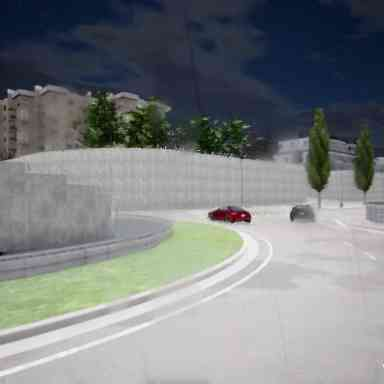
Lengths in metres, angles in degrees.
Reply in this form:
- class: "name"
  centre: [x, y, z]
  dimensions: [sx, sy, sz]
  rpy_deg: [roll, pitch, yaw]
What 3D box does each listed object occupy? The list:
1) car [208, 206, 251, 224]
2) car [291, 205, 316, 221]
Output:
- class: "car"
  centre: [3.073, 1.845, 27.789]
  dimensions: [1.994, 1.385, 4.181]
  rpy_deg: [0, -1, -27]
- class: "car"
  centre: [9.970, 1.818, 29.785]
  dimensions: [1.994, 1.385, 4.181]
  rpy_deg: [-1, -1, 21]
